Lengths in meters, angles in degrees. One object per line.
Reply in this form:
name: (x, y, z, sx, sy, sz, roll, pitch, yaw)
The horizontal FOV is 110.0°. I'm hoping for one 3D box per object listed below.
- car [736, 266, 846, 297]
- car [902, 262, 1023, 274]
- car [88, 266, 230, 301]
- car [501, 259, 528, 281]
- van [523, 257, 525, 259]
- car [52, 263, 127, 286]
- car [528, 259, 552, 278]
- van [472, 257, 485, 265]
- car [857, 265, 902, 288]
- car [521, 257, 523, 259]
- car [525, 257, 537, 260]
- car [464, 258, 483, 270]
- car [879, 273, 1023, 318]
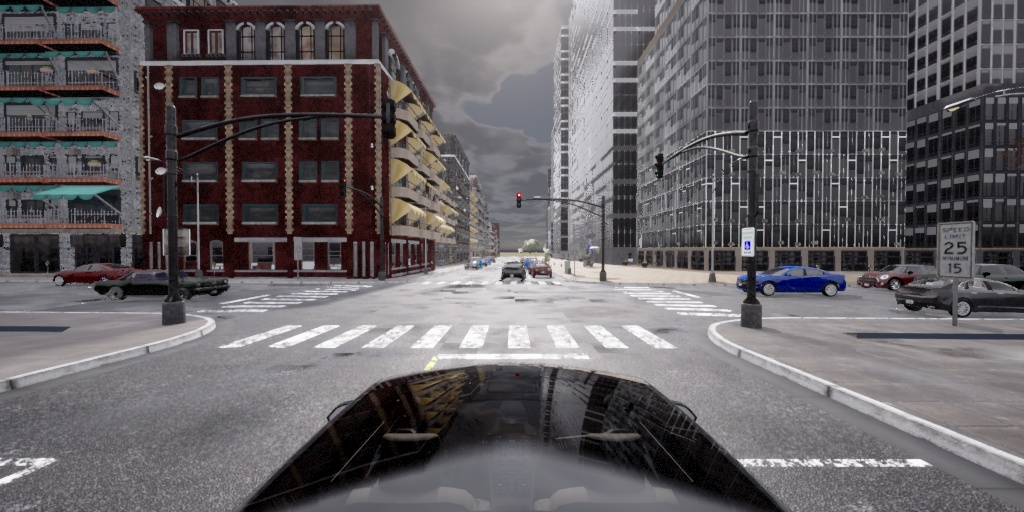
car: (14.686, 1.270, 19.046, 5.008, 1.535, 1.882, 0, 1, 2)
car: (24.146, 1.188, 18.886, 4.553, 1.767, 2.097, 0, 1, 1)
car: (-15.743, 1.303, 16.332, 4.718, 1.301, 1.895, 0, 1, 1)
car: (0.126, 1.236, 29.617, 1.837, 1.490, 4.892, 1, 0, 3)
van: (2.770, 1.044, 50.378, 1.690, 1.789, 3.998, 0, 0, 0)
car: (-25.809, 1.110, 22.397, 4.507, 1.381, 1.888, 0, 0, 1)
car: (2.731, 1.271, 33.440, 1.888, 1.381, 4.507, 0, 0, 0)
van: (-5.565, 1.036, 56.010, 1.690, 1.789, 3.998, 0, 0, 0)
car: (23.420, 1.230, 21.632, 4.097, 1.591, 1.967, 0, 0, 1)
car: (2.783, 1.240, 56.024, 1.888, 1.381, 4.507, 0, 0, 0)
car: (2.744, 1.159, 39.086, 1.967, 1.591, 4.097, 0, 0, 0)
car: (-5.578, 1.269, 50.364, 1.948, 1.339, 4.313, 0, 0, 0)
car: (16.741, 1.445, 13.100, 4.403, 1.370, 2.007, 0, 0, 1)
